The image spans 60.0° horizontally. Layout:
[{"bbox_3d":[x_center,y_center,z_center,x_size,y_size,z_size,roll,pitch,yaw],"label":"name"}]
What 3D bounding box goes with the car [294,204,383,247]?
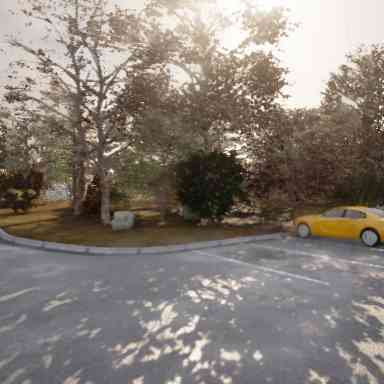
[{"bbox_3d":[6.879,1.372,14.716,2.097,1.535,5.008,0,0,-36],"label":"car"}]
